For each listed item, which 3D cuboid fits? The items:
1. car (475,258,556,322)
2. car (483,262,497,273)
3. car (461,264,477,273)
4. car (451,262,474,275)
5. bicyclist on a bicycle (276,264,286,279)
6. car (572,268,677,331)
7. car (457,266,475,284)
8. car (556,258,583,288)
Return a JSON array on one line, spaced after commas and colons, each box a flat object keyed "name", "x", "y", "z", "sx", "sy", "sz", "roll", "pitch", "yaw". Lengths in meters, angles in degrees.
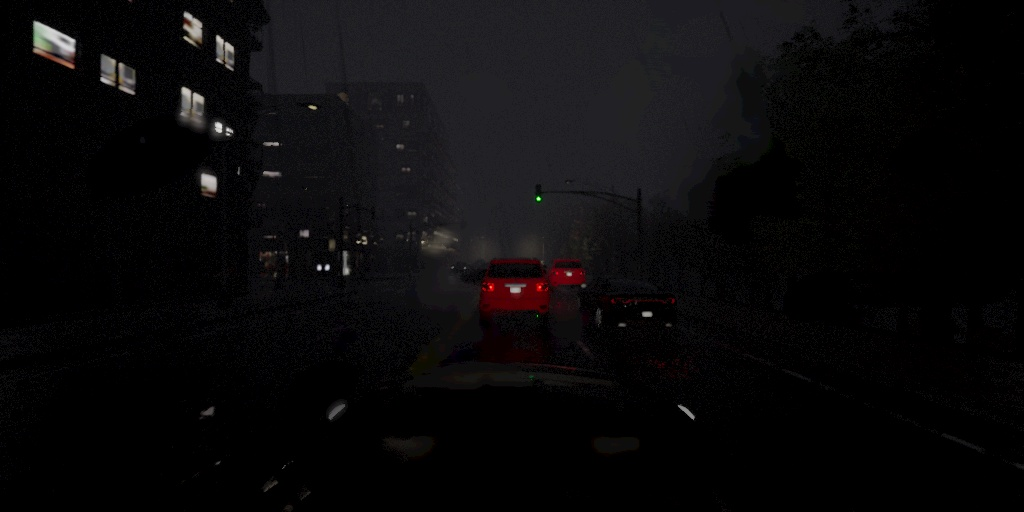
[{"name": "car", "x": 0.094, "y": 1.078, "z": 12.885, "sx": 2.150, "sy": 2.045, "sz": 5.566, "roll": 0, "pitch": 0, "yaw": 0}, {"name": "car", "x": -3.349, "y": 1.781, "z": 56.313, "sx": 1.837, "sy": 1.490, "sz": 4.892, "roll": 0, "pitch": -1, "yaw": 0}, {"name": "car", "x": -6.602, "y": 1.870, "z": 55.593, "sx": 1.895, "sy": 1.301, "sz": 4.718, "roll": 0, "pitch": -1, "yaw": 0}, {"name": "car", "x": -6.613, "y": 1.532, "z": 46.603, "sx": 2.097, "sy": 1.767, "sz": 4.553, "roll": 0, "pitch": -1, "yaw": 0}, {"name": "bicyclist on a bicycle", "x": -24.895, "y": 1.679, "z": 38.635, "sx": 0.582, "sy": 1.620, "sz": 1.656, "roll": -1, "pitch": 0, "yaw": -1}, {"name": "car", "x": 3.344, "y": 1.318, "z": 11.345, "sx": 1.882, "sy": 1.535, "sz": 5.008, "roll": 0, "pitch": -1, "yaw": 0}, {"name": "car", "x": -2.387, "y": 1.629, "z": 28.038, "sx": 1.895, "sy": 1.301, "sz": 4.718, "roll": 0, "pitch": -1, "yaw": -28}, {"name": "car", "x": 3.334, "y": 1.179, "z": 23.528, "sx": 2.150, "sy": 2.045, "sz": 5.566, "roll": 0, "pitch": 0, "yaw": 0}]
